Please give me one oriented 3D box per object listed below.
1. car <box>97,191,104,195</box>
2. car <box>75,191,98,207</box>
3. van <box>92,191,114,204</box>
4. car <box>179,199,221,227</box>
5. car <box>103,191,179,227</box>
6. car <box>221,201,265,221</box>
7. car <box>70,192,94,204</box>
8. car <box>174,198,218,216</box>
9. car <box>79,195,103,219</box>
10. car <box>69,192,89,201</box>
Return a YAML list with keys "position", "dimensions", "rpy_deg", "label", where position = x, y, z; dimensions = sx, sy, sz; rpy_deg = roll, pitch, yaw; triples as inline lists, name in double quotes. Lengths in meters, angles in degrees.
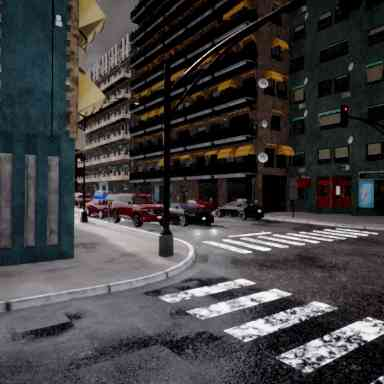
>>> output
- position: [-6.054, 0.971, 28.557]
  dimensions: [2.097, 1.767, 4.553]
  rpy_deg: [1, 0, -36]
  label: "car"
- position: [-12.085, 0.948, 36.906]
  dimensions: [1.882, 1.535, 5.008]
  rpy_deg: [1, 0, -36]
  label: "car"
- position: [-12.769, 0.726, 47.735]
  dimensions: [1.690, 1.788, 3.998]
  rpy_deg: [2, 0, -36]
  label: "van"
- position: [-0.473, 1.321, 20.833]
  dimensions: [1.994, 1.385, 4.181]
  rpy_deg: [1, 0, -36]
  label: "car"
- position: [-3.252, 1.034, 20.288]
  dimensions: [2.192, 1.841, 5.009]
  rpy_deg: [2, 0, -36]
  label: "car"
- position: [3.553, 1.353, 25.168]
  dimensions: [1.947, 1.339, 4.313]
  rpy_deg: [2, 0, -36]
  label: "car"
- position: [-15.652, 0.823, 47.192]
  dimensions: [1.882, 1.535, 5.008]
  rpy_deg: [1, 0, -36]
  label: "car"
- position: [0.287, 1.289, 29.681]
  dimensions: [1.802, 1.307, 4.206]
  rpy_deg: [2, 0, -36]
  label: "car"
- position: [-6.524, 1.183, 24.801]
  dimensions: [1.887, 1.381, 4.507]
  rpy_deg: [2, 0, -36]
  label: "car"
- position: [-19.304, 0.769, 56.760]
  dimensions: [1.887, 1.381, 4.507]
  rpy_deg: [2, 0, -36]
  label: "car"
